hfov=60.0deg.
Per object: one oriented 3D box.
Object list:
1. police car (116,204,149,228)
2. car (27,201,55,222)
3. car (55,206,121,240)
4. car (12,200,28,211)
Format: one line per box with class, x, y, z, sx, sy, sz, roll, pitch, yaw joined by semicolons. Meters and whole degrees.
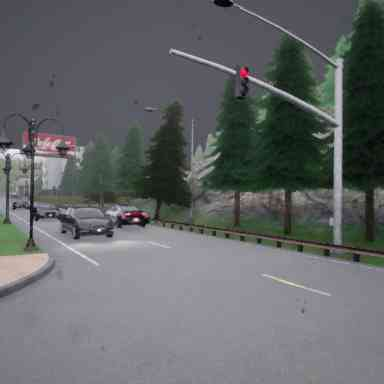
police car;-4.809;1.611;22.878;2.038;1.542;4.974;1;-1;-33
car;-12.020;1.635;27.447;1.994;1.385;4.181;1;-1;-33
car;-5.591;1.528;17.428;1.837;1.490;4.892;1;-1;-32
car;-22.553;1.715;43.964;1.994;1.385;4.181;1;-1;-32
